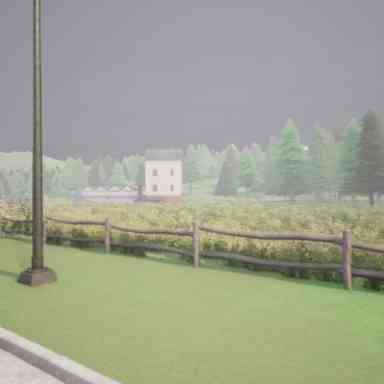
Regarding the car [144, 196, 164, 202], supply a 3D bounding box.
[{"bbox_3d":[-8.224,1.562,71.904,4.605,1.855,1.932,-1,0,35],"label":"car"}]
